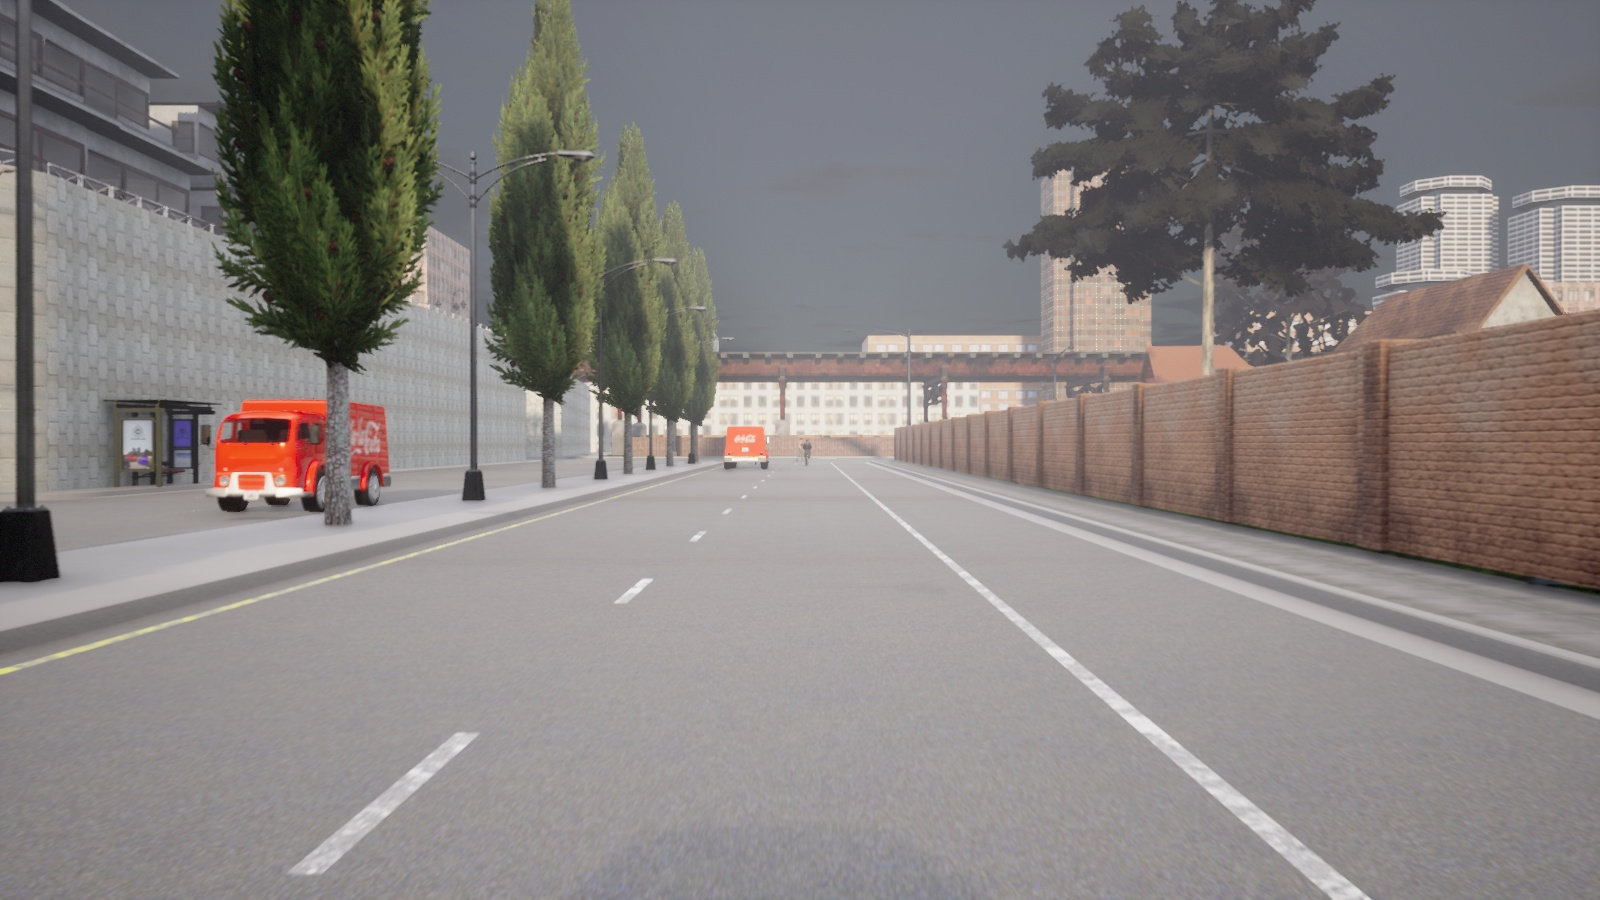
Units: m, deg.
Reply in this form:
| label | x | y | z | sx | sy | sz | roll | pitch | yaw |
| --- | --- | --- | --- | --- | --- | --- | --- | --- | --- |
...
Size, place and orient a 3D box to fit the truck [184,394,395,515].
| label | x | y | z | sx | sy | sz | roll | pitch | yaw |
| --- | --- | --- | --- | --- | --- | --- | --- | --- | --- |
| truck | -11.322 | 0.087 | 28.370 | 2.627 | 2.467 | 5.204 | 0 | 0 | 0 |

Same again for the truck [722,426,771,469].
| label | x | y | z | sx | sy | sz | roll | pitch | yaw |
| --- | --- | --- | --- | --- | --- | --- | --- | --- | --- |
| truck | -3.067 | -0.156 | 73.285 | 2.627 | 2.467 | 5.204 | 0 | 0 | 0 |
